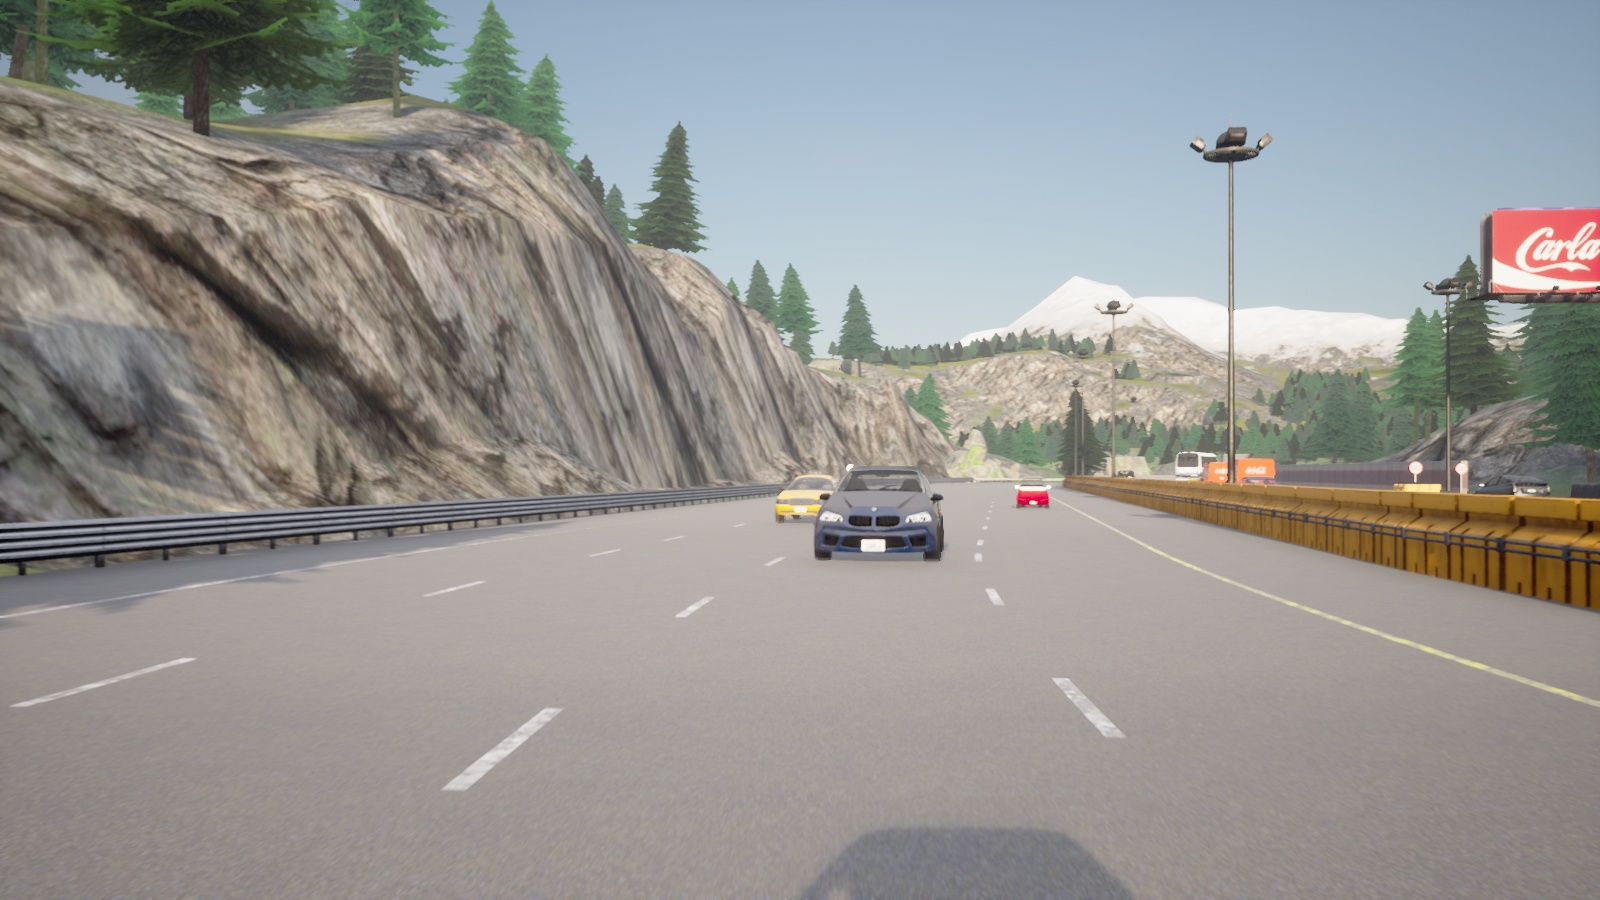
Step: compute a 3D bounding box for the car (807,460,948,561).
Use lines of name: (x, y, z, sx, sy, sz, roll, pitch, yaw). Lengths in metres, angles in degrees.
car: (1.545, 1.041, 23.198, 2.242, 1.667, 4.611, 0, -1, 8)

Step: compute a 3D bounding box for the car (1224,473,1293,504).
car: (21.455, 1.771, 59.003, 2.033, 1.411, 5.357, 0, -1, 9)

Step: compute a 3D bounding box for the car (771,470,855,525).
car: (0.473, 1.401, 38.798, 1.801, 1.575, 5.366, 0, -1, 9)

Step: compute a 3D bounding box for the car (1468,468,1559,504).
car: (31.557, 1.578, 55.689, 2.007, 1.525, 4.514, 0, -1, 9)

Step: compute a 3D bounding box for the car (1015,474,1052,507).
car: (9.963, 1.731, 53.663, 1.481, 1.376, 2.207, 0, -1, 9)

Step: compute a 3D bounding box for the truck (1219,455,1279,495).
truck: (28.227, 1.552, 79.120, 2.627, 2.467, 5.204, 0, -1, 9)
